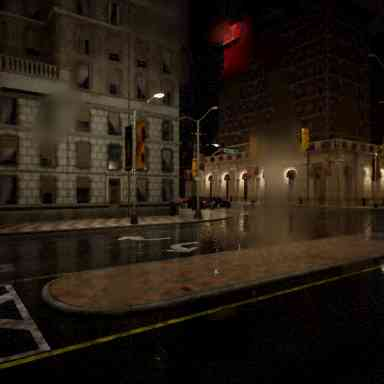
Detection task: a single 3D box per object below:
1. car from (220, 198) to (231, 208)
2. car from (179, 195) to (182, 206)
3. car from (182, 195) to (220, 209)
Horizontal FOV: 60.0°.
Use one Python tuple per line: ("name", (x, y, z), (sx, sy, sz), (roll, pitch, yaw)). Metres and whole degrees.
("car", (3.490, 1.478, 47.792), (1.882, 1.535, 5.008), (0, 0, -36))
("car", (-2.256, 1.352, 55.888), (2.097, 1.767, 4.553), (0, 0, -35))
("car", (1.196, 1.352, 44.987), (2.097, 1.767, 4.553), (0, 0, -35))
